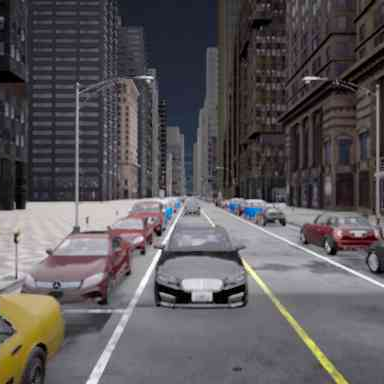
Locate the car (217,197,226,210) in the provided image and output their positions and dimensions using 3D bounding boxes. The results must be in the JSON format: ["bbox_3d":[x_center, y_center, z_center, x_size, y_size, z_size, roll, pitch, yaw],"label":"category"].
[{"bbox_3d":[5.635,1.972,53.659,1.967,1.590,4.097,0,-1,0],"label":"car"}]

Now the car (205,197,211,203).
[{"bbox_3d":[5.302,2.464,91.984,2.008,1.369,4.403,0,-1,0],"label":"car"}]

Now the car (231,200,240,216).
[{"bbox_3d":[5.783,1.911,36.627,1.887,1.381,4.507,0,-1,0],"label":"car"}]

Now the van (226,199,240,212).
[{"bbox_3d":[5.734,1.762,42.306,1.690,1.788,3.998,0,-1,0],"label":"van"}]

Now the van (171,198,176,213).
[{"bbox_3d":[-2.692,1.626,30.869,1.690,1.788,3.998,0,-1,0],"label":"van"}]

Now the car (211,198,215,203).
[{"bbox_3d":[5.537,1.959,65.015,2.192,1.841,5.009,0,-1,0],"label":"car"}]

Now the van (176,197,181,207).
[{"bbox_3d":[-2.840,1.791,47.900,1.690,1.788,3.998,0,-1,0],"label":"van"}]

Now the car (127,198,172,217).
[{"bbox_3d":[-2.593,1.492,19.515,2.192,1.841,5.009,0,-1,0],"label":"car"}]

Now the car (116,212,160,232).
[{"bbox_3d":[-2.544,1.706,13.836,1.802,1.307,4.206,0,-1,0],"label":"car"}]

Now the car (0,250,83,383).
[{"bbox_3d":[-2.444,1.541,2.312,1.752,1.417,4.829,0,-1,0],"label":"car"}]

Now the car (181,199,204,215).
[{"bbox_3d":[0.027,1.848,36.057,1.837,1.490,4.892,0,-1,0],"label":"car"}]

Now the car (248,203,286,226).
[{"bbox_3d":[5.882,1.808,25.273,2.008,1.369,4.403,0,-1,0],"label":"car"}]

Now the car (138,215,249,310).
[{"bbox_3d":[0.174,1.571,8.233,2.128,1.511,4.902,0,-1,0],"label":"car"}]

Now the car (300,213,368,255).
[{"bbox_3d":[5.981,1.590,13.919,1.967,1.590,4.097,0,-1,0],"label":"car"}]

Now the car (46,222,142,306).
[{"bbox_3d":[-2.495,1.652,8.159,1.802,1.307,4.206,0,-1,0],"label":"car"}]

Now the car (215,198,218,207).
[{"bbox_3d":[5.586,2.170,59.335,1.802,1.307,4.206,0,-1,0],"label":"car"}]

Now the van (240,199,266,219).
[{"bbox_3d":[5.833,1.653,30.953,1.690,1.788,3.998,0,-1,0],"label":"van"}]

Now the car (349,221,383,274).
[{"bbox_3d":[6.030,1.647,8.241,2.008,1.369,4.403,0,-1,0],"label":"car"}]

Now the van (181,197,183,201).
[{"bbox_3d":[-2.938,1.903,59.254,1.690,1.788,3.998,0,-1,0],"label":"van"}]

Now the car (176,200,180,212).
[{"bbox_3d":[-2.791,1.977,42.221,1.802,1.307,4.206,0,-1,0],"label":"car"}]
